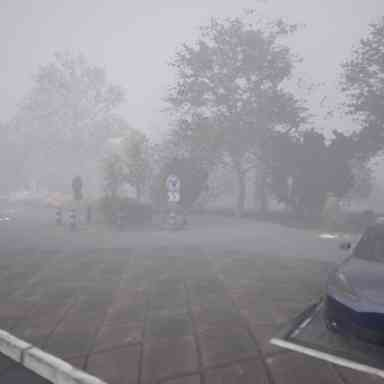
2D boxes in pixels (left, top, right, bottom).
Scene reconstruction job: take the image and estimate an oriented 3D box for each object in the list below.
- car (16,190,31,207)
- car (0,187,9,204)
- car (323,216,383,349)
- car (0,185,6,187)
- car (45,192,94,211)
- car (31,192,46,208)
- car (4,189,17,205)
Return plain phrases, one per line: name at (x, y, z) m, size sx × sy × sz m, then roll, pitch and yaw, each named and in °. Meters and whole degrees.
car at (-15.213, 0.801, 34.834) m, size 2.163 × 1.488 × 4.792 m, roll 3°, pitch 1°, yaw 36°
car at (-19.784, 0.571, 37.960) m, size 1.946 × 1.575 × 5.366 m, roll 3°, pitch 2°, yaw 36°
car at (3.625, 1.184, 5.318) m, size 2.163 × 1.488 × 4.792 m, roll 2°, pitch 1°, yaw 36°
car at (-24.131, 0.125, 41.381) m, size 2.435 × 2.045 × 5.566 m, roll 3°, pitch 2°, yaw 36°
car at (-10.817, 0.965, 31.672) m, size 2.097 × 1.535 × 5.008 m, roll 3°, pitch 2°, yaw 36°
car at (-13.034, 0.741, 33.327) m, size 2.185 × 1.767 × 4.553 m, roll 3°, pitch 2°, yaw 36°
car at (-17.438, 0.713, 36.482) m, size 2.002 × 1.452 × 4.674 m, roll 3°, pitch 2°, yaw 36°
